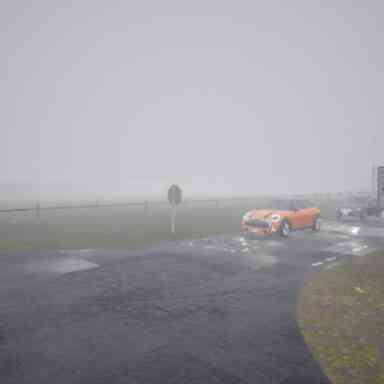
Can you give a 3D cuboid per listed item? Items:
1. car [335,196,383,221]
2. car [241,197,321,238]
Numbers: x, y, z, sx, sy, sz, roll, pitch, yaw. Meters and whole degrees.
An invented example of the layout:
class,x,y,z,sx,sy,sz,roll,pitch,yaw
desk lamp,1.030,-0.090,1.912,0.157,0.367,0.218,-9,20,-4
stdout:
class,x,y,z,sx,sy,sz,roll,pitch,yaw
car,11.686,1.077,23.200,4.902,1.511,2.128,-1,1,-44
car,4.433,1.089,16.294,4.553,1.767,2.097,-1,1,-44
